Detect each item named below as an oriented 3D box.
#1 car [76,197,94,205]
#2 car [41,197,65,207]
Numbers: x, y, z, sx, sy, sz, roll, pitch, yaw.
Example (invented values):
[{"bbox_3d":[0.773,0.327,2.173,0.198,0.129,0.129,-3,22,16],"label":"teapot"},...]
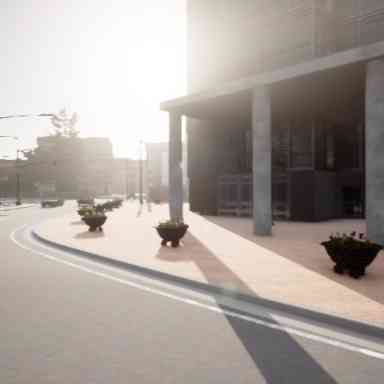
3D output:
[{"bbox_3d":[-15.951,1.338,50.067,1.895,1.301,4.718,0,0,-7],"label":"car"},{"bbox_3d":[-19.072,1.358,45.825,2.033,1.411,5.357,0,0,-7],"label":"car"}]
